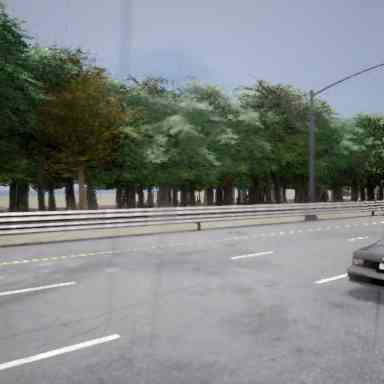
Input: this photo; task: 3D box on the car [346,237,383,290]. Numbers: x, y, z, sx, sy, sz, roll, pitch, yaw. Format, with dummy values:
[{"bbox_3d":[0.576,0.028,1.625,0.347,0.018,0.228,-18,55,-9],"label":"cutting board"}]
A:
[{"bbox_3d":[5.938,1.551,8.113,5.357,1.411,2.033,0,0,-36],"label":"car"}]
